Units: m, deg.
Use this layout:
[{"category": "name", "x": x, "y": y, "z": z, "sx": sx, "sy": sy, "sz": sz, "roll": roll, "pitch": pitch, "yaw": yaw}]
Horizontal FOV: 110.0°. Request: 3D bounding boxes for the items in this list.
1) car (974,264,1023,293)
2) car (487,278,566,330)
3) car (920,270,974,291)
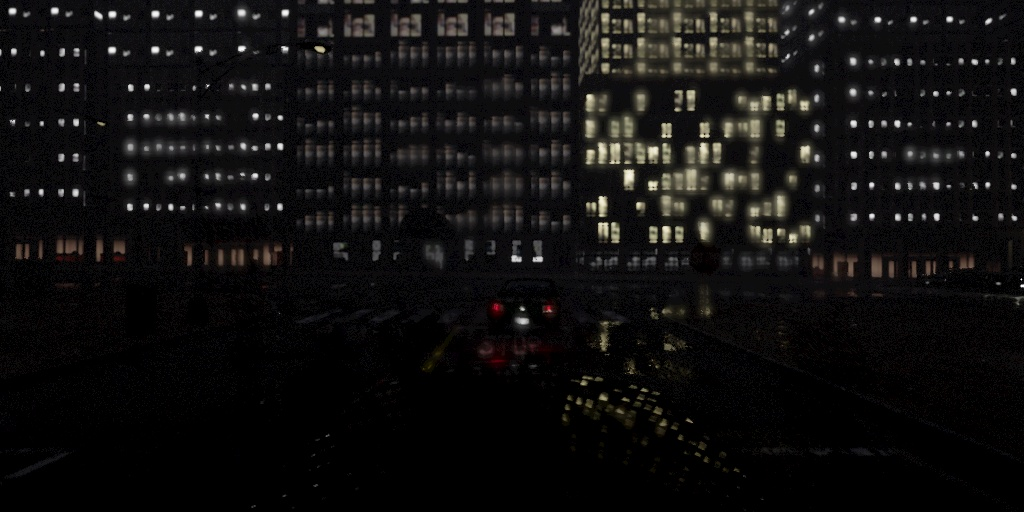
[{"category": "car", "x": 34.368, "y": 1.484, "z": 23.259, "sx": 5.566, "sy": 2.045, "sz": 2.150, "roll": 1, "pitch": 0, "yaw": 1}, {"category": "car", "x": 0.644, "y": 1.313, "z": 11.053, "sx": 1.895, "sy": 1.301, "sz": 4.718, "roll": 0, "pitch": 0, "yaw": 9}, {"category": "car", "x": 33.244, "y": 1.754, "z": 26.521, "sx": 4.902, "sy": 1.511, "sz": 2.128, "roll": 1, "pitch": 0, "yaw": 1}]
